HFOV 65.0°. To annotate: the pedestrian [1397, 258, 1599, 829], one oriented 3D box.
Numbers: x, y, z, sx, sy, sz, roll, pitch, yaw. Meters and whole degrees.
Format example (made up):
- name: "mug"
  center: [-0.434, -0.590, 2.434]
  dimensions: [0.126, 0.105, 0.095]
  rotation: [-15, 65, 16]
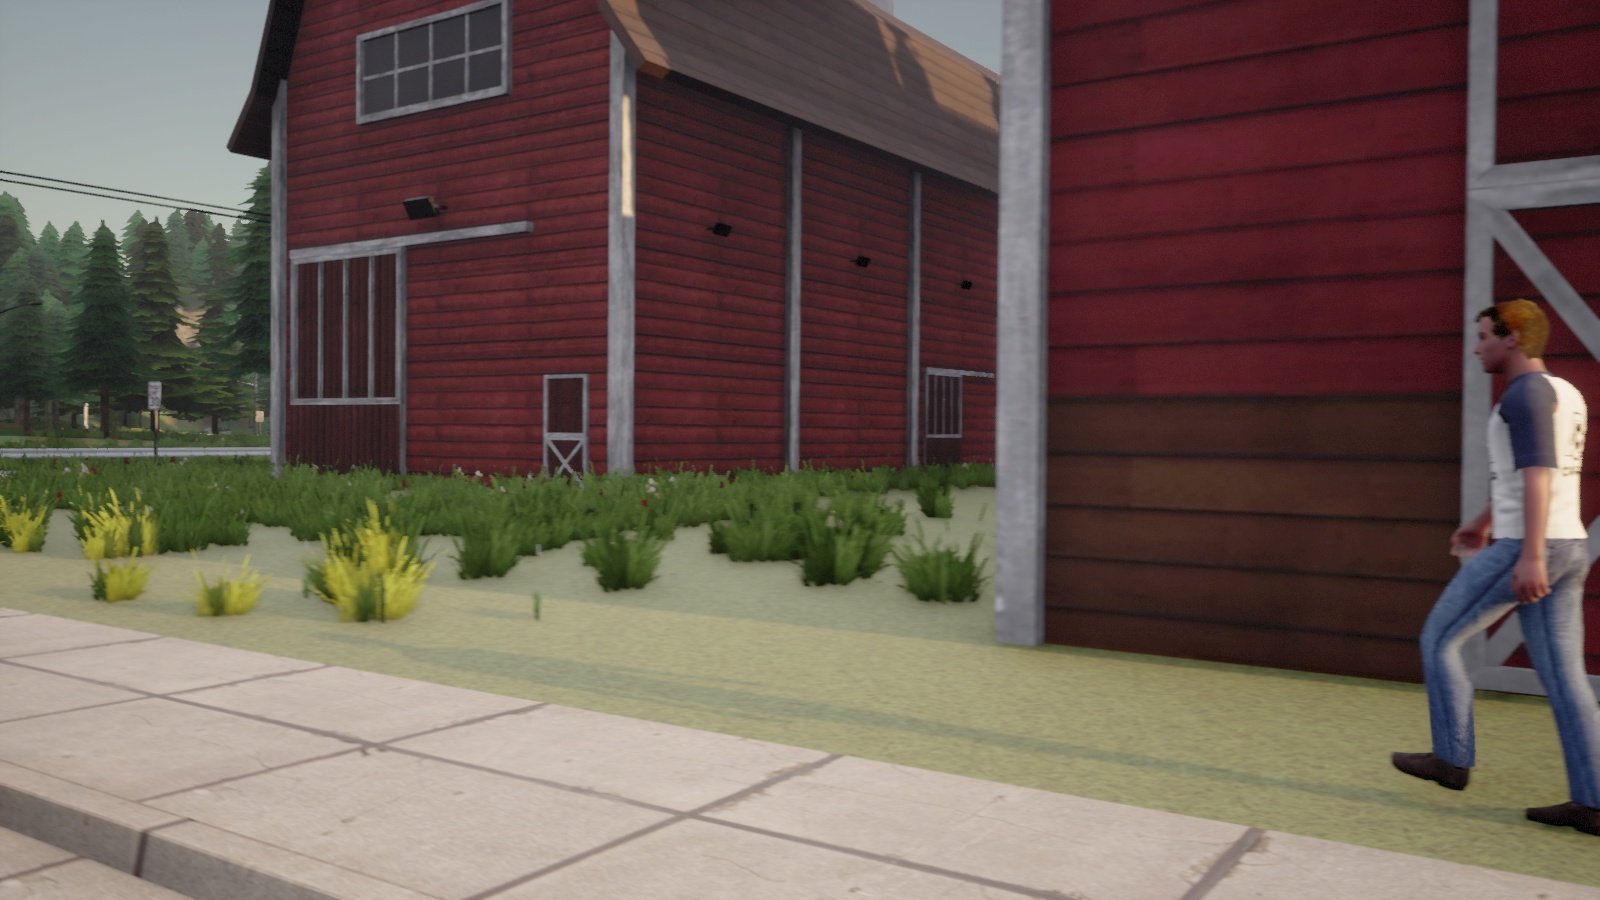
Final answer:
- name: "pedestrian"
  center: [2.509, 0.300, 4.357]
  dimensions: [0.354, 1.836, 0.706]
  rotation: [-1, 1, -43]
